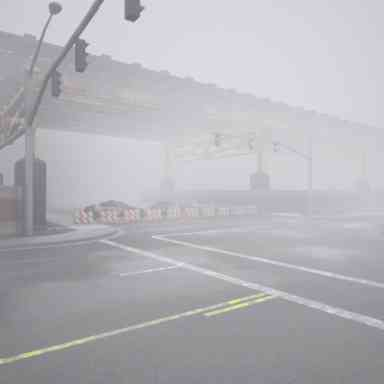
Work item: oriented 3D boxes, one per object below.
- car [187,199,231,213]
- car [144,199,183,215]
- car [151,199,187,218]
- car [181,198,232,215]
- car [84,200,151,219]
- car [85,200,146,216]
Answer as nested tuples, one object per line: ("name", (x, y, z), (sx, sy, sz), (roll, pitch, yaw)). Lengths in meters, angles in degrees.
("car", (1.349, 1.294, 34.006), (4.536, 1.218, 1.853), (0, 0, -7))
("car", (-2.496, 1.294, 30.304), (1.853, 1.218, 4.536), (0, 0, 18))
("car", (-2.511, 1.452, 30.255), (2.038, 1.542, 4.974), (0, 0, 18))
("car", (1.400, 1.451, 34.013), (4.974, 1.542, 2.038), (0, 0, -7))
("car", (-6.257, 1.452, 27.571), (4.974, 1.542, 2.038), (0, 0, 8))
("car", (-6.309, 1.294, 27.578), (4.536, 1.218, 1.853), (0, 0, 8))
